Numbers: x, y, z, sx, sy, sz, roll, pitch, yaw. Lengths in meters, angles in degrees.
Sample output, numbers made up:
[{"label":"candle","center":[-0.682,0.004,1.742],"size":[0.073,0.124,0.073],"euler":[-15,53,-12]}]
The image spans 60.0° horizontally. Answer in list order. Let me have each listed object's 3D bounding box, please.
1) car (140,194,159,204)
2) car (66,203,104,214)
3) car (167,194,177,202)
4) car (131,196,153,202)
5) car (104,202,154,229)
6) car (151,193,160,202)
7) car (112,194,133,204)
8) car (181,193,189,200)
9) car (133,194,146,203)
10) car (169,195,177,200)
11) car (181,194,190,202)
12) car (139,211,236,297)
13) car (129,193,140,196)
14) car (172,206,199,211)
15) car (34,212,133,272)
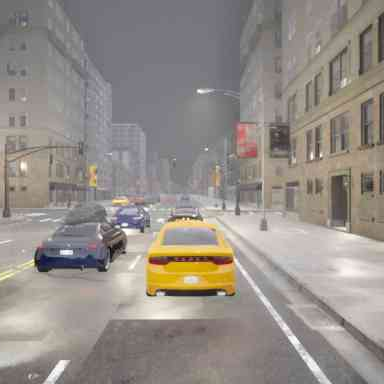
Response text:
[{"label":"car","center":[-7.815,1.574,60.799],"size":[2.033,1.411,5.357],"euler":[0,0,-1]},{"label":"car","center":[-7.069,1.512,22.338],"size":[1.837,1.490,4.892],"euler":[-1,0,0]},{"label":"car","center":[-4.925,1.381,80.622],"size":[2.097,1.767,4.553],"euler":[0,0,-1]},{"label":"car","center":[-7.645,1.624,51.156],"size":[1.895,1.301,4.718],"euler":[0,0,-1]},{"label":"car","center":[-3.535,1.532,19.529],"size":[1.812,1.442,4.674],"euler":[0,0,-1]},{"label":"car","center":[-7.978,1.254,71.274],"size":[2.150,2.045,5.566],"euler":[0,0,-1]},{"label":"car","center":[-10.898,1.500,51.194],"size":[1.882,1.535,5.008],"euler":[0,0,-1]},{"label":"car","center":[-1.887,1.253,90.692],"size":[2.097,1.767,4.553],"euler":[0,0,-1]},{"label":"car","center":[-11.226,1.384,71.118],"size":[2.097,1.767,4.553],"euler":[0,0,-1]},{"label":"car","center":[-5.137,1.438,90.653],"size":[2.033,1.411,5.357],"euler":[0,0,-1]},{"label":"car","center":[-1.675,1.381,80.691],"size":[2.097,1.767,4.553],"euler":[0,0,-1]},{"label":"car","center":[-0.054,1.480,8.649],"size":[1.882,1.535,5.008],"euler":[0,0,-1]},{"label":"car","center":[-11.074,1.248,61.129],"size":[2.150,2.045,5.566],"euler":[0,0,-1]},{"label":"car","center":[-0.355,1.510,18.130],"size":[1.837,1.490,4.892],"euler":[0,0,-1]},{"label":"car","center":[-3.356,1.566,10.787],"size":[1.994,1.385,4.181],"euler":[0,0,-1]}]
